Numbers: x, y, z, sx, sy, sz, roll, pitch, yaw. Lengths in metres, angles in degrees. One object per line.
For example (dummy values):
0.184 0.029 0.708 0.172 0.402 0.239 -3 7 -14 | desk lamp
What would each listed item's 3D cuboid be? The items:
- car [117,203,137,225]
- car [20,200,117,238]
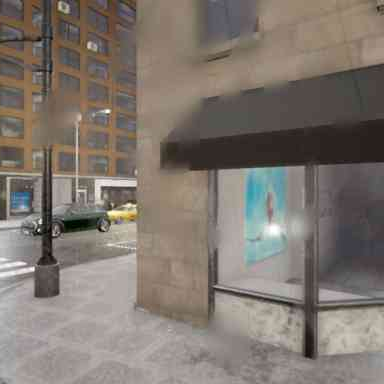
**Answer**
-4.825 1.542 24.633 1.752 1.417 4.829 0 0 36 | car
-6.626 1.361 17.807 2.097 1.767 4.553 0 0 36 | car
